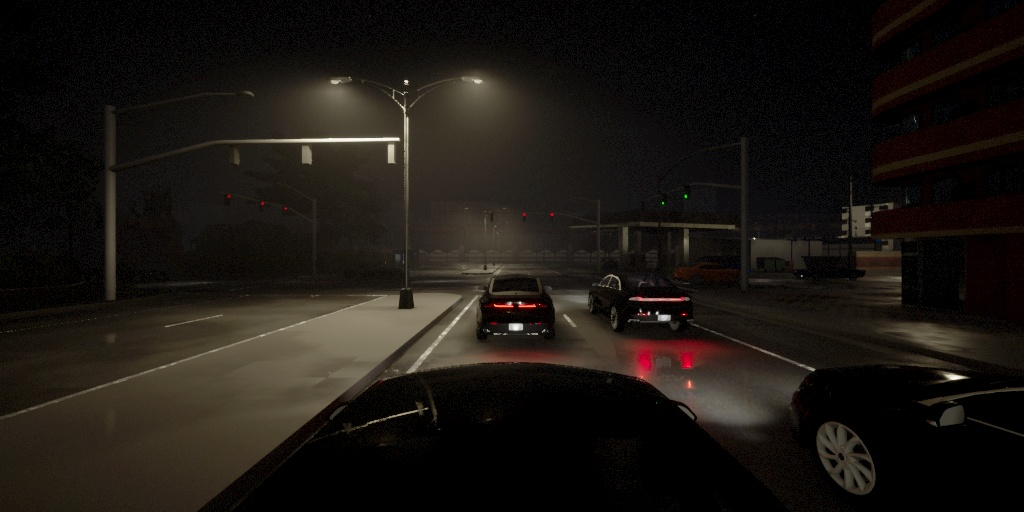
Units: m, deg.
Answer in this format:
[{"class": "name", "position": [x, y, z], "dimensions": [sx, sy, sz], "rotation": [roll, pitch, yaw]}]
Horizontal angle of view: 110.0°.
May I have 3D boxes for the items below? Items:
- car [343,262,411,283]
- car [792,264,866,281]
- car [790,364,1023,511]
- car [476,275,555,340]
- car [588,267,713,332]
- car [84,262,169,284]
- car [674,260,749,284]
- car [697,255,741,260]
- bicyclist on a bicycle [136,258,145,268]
[{"class": "car", "position": [-10.383, 1.241, 27.695], "dimensions": [4.902, 1.511, 2.128], "rotation": [0, 0, -12]}, {"class": "car", "position": [26.420, 1.351, 30.001], "dimensions": [4.718, 1.301, 1.895], "rotation": [0, 0, -1]}, {"class": "car", "position": [3.600, 1.255, 1.457], "dimensions": [1.837, 1.490, 4.892], "rotation": [0, 0, 0]}, {"class": "car", "position": [0.096, 1.255, 10.010], "dimensions": [1.837, 1.490, 4.892], "rotation": [0, 0, 0]}, {"class": "car", "position": [3.602, 1.242, 10.865], "dimensions": [2.128, 1.511, 4.902], "rotation": [0, 0, 0]}, {"class": "car", "position": [-28.178, 1.228, 26.317], "dimensions": [5.008, 1.535, 1.882], "rotation": [0, 0, 0]}, {"class": "car", "position": [14.419, 1.227, 26.140], "dimensions": [5.008, 1.535, 1.882], "rotation": [0, 0, -1]}, {"class": "car", "position": [16.633, 0.972, 29.861], "dimensions": [5.566, 2.045, 2.150], "rotation": [0, 0, -1]}, {"class": "bicyclist on a bicycle", "position": [-38.228, 1.053, 36.739], "dimensions": [0.582, 1.620, 1.656], "rotation": [0, 0, 0]}]
